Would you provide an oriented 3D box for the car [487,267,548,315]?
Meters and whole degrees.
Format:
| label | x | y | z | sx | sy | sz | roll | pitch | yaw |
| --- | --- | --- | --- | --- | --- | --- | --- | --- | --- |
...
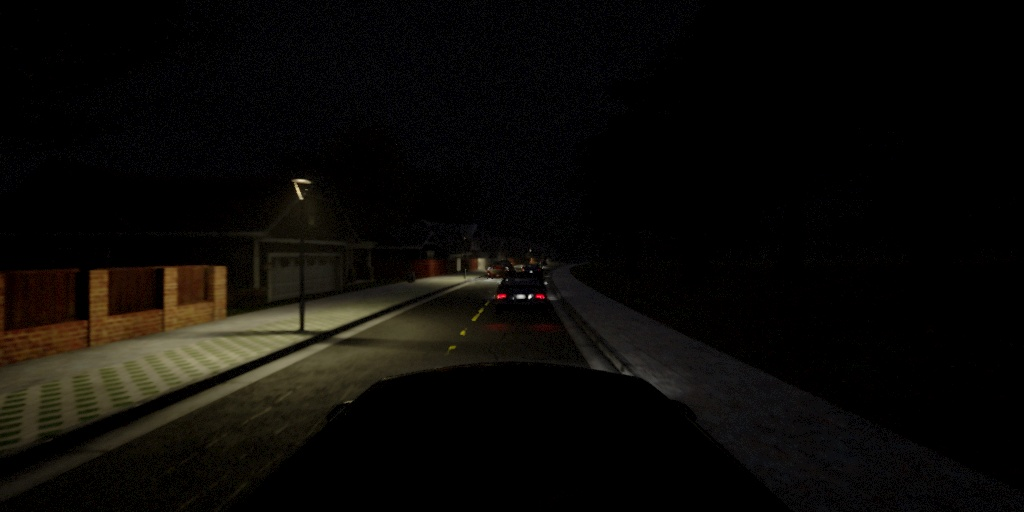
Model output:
| label | x | y | z | sx | sy | sz | roll | pitch | yaw |
| --- | --- | --- | --- | --- | --- | --- | --- | --- | --- |
| car | 0.387 | 1.326 | 13.710 | 2.033 | 1.411 | 5.357 | 0 | 0 | 2 |

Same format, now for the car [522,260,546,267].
| label | x | y | z | sx | sy | sz | roll | pitch | yaw |
| --- | --- | --- | --- | --- | --- | --- | --- | --- | --- |
| car | 1.906 | 1.385 | 33.738 | 1.994 | 1.385 | 4.181 | 0 | 0 | 6 |

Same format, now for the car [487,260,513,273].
| label | x | y | z | sx | sy | sz | roll | pitch | yaw |
| --- | --- | --- | --- | --- | --- | --- | --- | --- | --- |
| car | -1.028 | 1.166 | 33.987 | 2.097 | 1.767 | 4.553 | 0 | 0 | 6 |
